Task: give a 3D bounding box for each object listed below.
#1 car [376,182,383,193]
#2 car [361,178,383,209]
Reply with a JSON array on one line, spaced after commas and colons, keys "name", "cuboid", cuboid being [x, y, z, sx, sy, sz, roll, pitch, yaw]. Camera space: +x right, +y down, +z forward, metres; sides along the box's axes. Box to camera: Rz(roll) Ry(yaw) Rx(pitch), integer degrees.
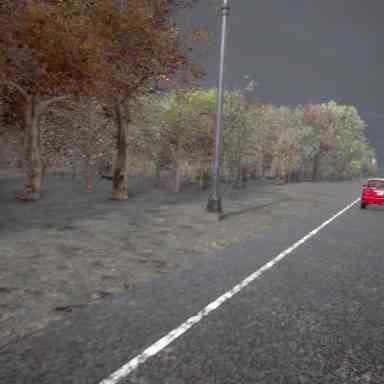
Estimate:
[{"name": "car", "cuboid": [27.347, -0.662, 47.111, 1.994, 1.385, 4.181, 5, 5, 30]}, {"name": "car", "cuboid": [13.057, 0.108, 22.991, 2.150, 2.045, 5.566, 5, 5, 30]}]
